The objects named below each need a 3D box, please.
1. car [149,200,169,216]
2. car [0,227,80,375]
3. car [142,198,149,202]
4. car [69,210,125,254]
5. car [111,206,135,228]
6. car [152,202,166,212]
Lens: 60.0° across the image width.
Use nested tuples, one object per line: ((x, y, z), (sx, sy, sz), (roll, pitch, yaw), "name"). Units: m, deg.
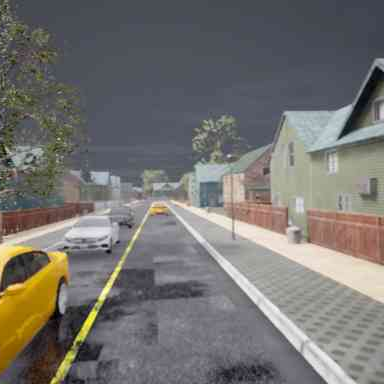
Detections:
((-3.688, 1.876, 37.953), (1.882, 1.535, 5.008), (-1, 0, -6), "car")
((-3.224, 1.598, 4.778), (1.882, 1.535, 5.008), (-1, 0, -6), "car")
((-10.741, 2.047, 78.463), (1.812, 1.442, 4.674), (-1, 0, -6), "car")
((-4.241, 1.750, 14.616), (1.812, 1.442, 4.674), (-1, 0, -6), "car")
((-5.268, 1.836, 24.664), (1.837, 1.490, 4.892), (-1, 0, -6), "car")
((-4.786, 2.114, 48.657), (1.895, 1.301, 4.718), (-1, 0, -6), "car")
